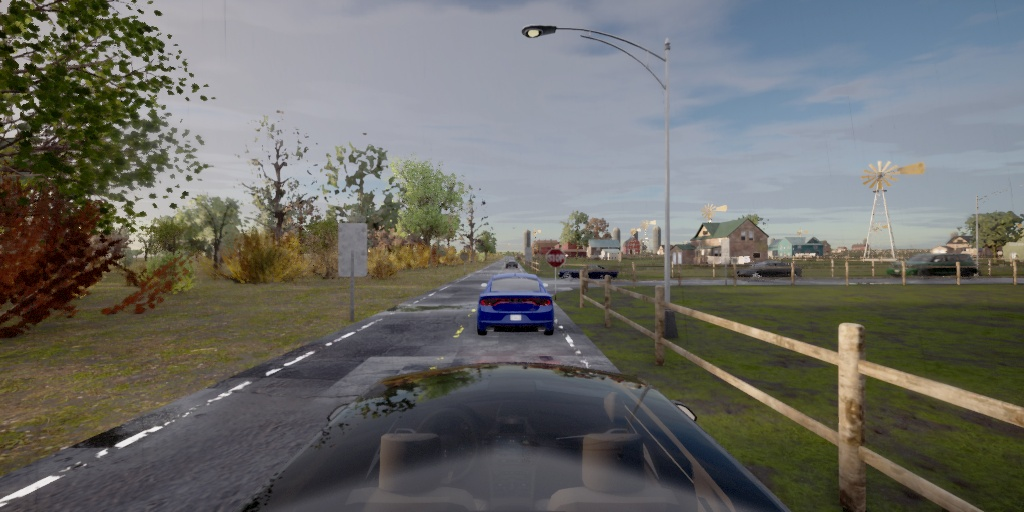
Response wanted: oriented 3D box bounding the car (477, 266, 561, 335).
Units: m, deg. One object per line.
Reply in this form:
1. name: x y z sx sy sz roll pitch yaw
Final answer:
1. car: 0.082 1.227 10.484 1.882 1.535 5.008 0 0 0

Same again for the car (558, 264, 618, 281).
1. car: 6.078 1.332 28.934 4.718 1.301 1.895 0 0 13

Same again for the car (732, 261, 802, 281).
1. car: 20.026 1.171 28.282 4.892 1.490 1.837 0 0 -1

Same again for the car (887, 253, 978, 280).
1. car: 33.346 0.826 28.538 5.566 2.045 2.150 -1 0 -1

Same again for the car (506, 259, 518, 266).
1. car: -0.029 1.225 59.969 1.812 1.442 4.674 0 0 0
